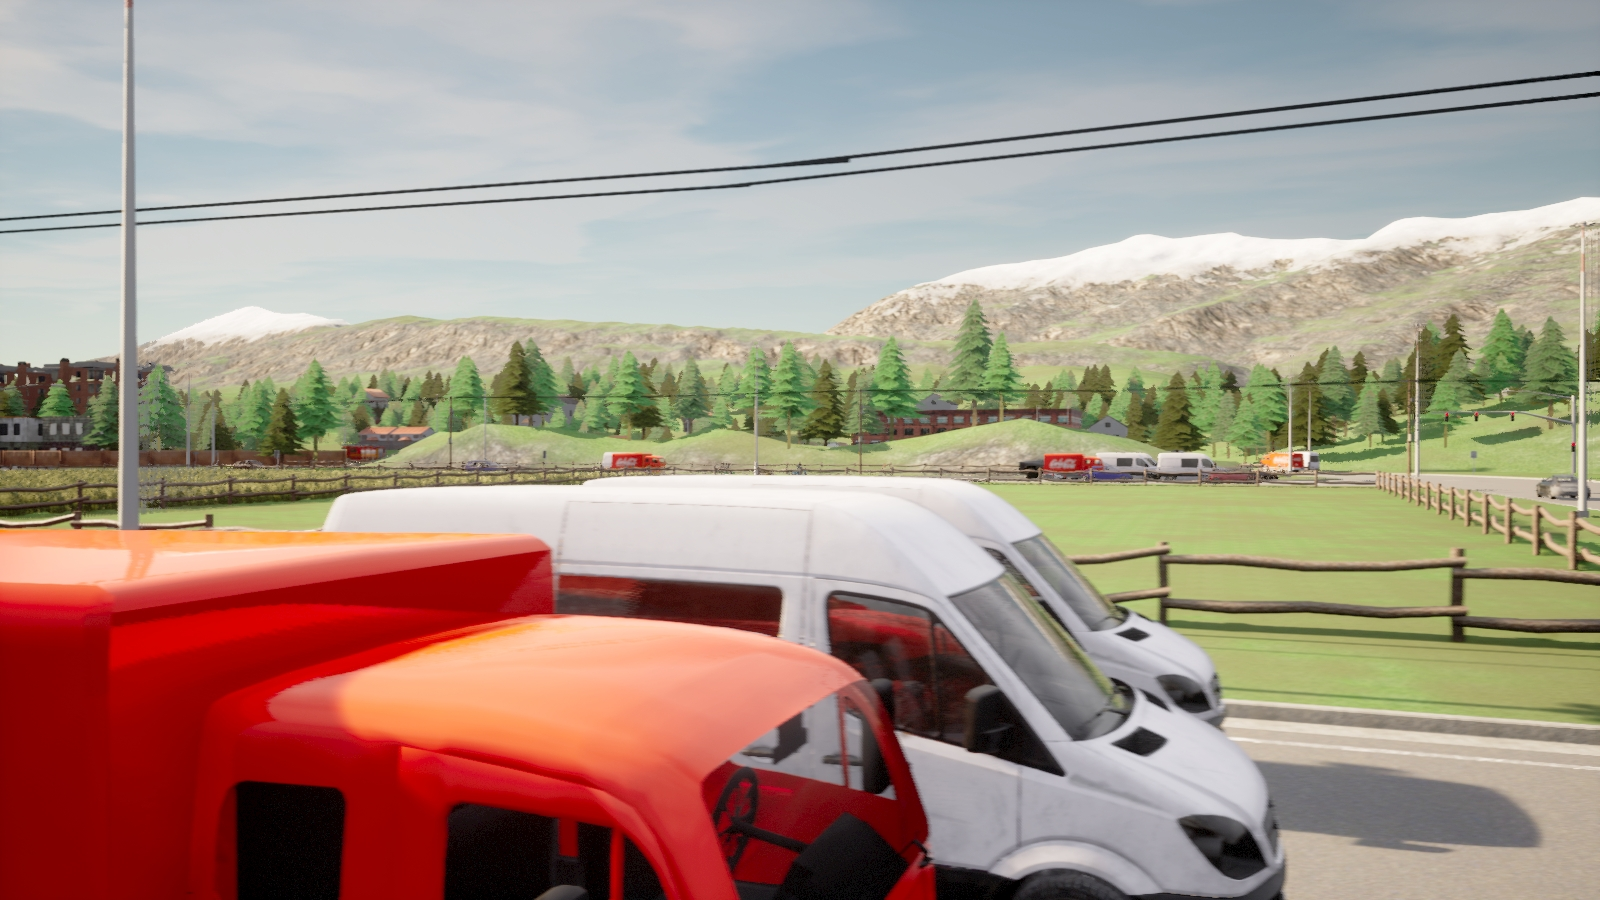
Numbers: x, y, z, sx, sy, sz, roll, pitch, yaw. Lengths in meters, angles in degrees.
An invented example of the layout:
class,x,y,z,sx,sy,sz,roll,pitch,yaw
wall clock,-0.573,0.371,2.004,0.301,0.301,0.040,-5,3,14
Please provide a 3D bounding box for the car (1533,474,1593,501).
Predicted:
class,x,y,z,sx,sy,sz,roll,pitch,yaw
car,44.100,2.131,66.112,1.994,1.385,4.181,0,0,20

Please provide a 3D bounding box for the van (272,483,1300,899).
class,x,y,z,sx,sy,sz,roll,pitch,yaw
van,-0.189,1.533,7.087,5.915,2.561,1.988,0,0,20

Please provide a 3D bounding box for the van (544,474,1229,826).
class,x,y,z,sx,sy,sz,roll,pitch,yaw
van,0.759,1.533,10.467,5.915,2.561,1.988,0,0,20

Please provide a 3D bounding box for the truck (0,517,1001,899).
class,x,y,z,sx,sy,sz,roll,pitch,yaw
truck,-2.116,1.574,4.134,5.204,2.467,2.627,-1,0,21
